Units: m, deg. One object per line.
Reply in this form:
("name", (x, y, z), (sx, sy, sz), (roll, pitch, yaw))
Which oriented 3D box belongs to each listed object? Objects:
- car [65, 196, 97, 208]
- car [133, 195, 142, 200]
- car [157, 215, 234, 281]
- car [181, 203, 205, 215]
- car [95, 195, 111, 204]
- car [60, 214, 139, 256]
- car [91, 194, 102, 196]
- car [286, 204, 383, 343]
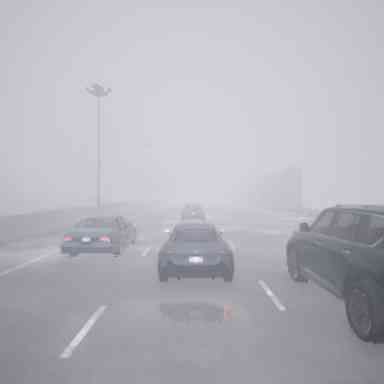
("car", (-14.112, 1.646, 42.558), (1.812, 1.442, 4.674), (0, 0, 0))
("car", (-13.476, 1.492, 82.715), (1.837, 1.490, 4.892), (0, 0, 1))
("car", (0.094, 1.593, 9.954), (1.994, 1.385, 4.181), (0, 0, 0))
("car", (0.087, 1.644, 27.957), (1.994, 1.385, 4.181), (0, 0, 0))
("car", (-17.387, 1.740, 65.197), (1.994, 1.385, 4.181), (0, 0, 1))
("car", (-3.407, 1.585, 13.186), (2.033, 1.411, 5.357), (0, 0, 0))
("car", (-20.733, 1.424, 71.862), (2.150, 2.045, 5.566), (0, 0, 1))
("car", (3.597, 1.241, 6.598), (2.150, 2.045, 5.566), (0, 0, 0))
